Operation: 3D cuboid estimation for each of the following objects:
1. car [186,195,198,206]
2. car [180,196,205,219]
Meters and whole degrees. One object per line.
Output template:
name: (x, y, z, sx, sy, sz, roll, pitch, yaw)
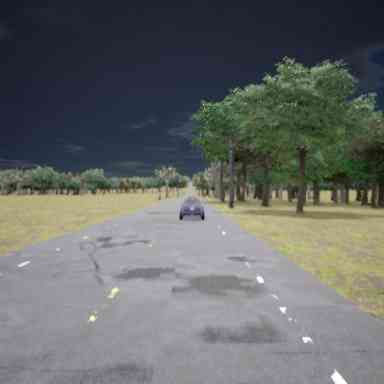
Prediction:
car: (0.003, 1.428, 58.023, 2.097, 1.767, 4.553, 0, 0, 0)
car: (0.026, 1.392, 29.488, 2.097, 1.767, 4.553, 0, 0, 1)
